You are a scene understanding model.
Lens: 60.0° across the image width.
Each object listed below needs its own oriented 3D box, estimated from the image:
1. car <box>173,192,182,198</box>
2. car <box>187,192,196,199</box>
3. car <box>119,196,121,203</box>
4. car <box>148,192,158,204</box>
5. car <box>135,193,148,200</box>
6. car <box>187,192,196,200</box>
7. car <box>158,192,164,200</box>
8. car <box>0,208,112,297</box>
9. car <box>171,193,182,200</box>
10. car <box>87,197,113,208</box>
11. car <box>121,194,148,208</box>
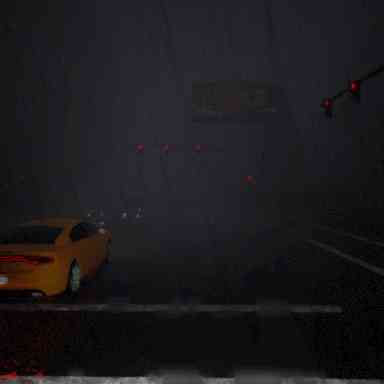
[{"bbox_3d":[-3.547,0.803,79.732,1.994,1.385,4.181,0,1,-6],"label":"car"},{"bbox_3d":[-0.047,0.775,79.735,2.128,1.511,4.902,0,0,0],"label":"car"},{"bbox_3d":[-10.594,1.004,54.207,1.882,1.535,5.008,0,0,0],"label":"car"},{"bbox_3d":[-7.104,1.012,53.309,1.882,1.535,5.008,0,0,0],"label":"car"},{"bbox_3d":[-10.541,0.986,69.452,1.895,1.301,4.718,0,0,0],"label":"car"},{"bbox_3d":[-0.041,0.974,70.699,1.895,1.301,4.718,0,0,0],"label":"car"},{"bbox_3d":[-7.040,0.753,68.898,2.097,1.767,4.553,0,0,0],"label":"car"},{"bbox_3d":[-3.410,1.403,8.454,1.882,1.535,5.008,0,1,0],"label":"car"},{"bbox_3d":[-3.542,0.902,70.929,2.128,1.511,4.902,0,0,0],"label":"car"},{"bbox_3d":[-10.626,1.263,38.639,1.895,1.301,4.718,0,1,1],"label":"car"},{"bbox_3d":[-7.108,1.115,41.500,1.882,1.535,5.008,0,1,0],"label":"car"}]
